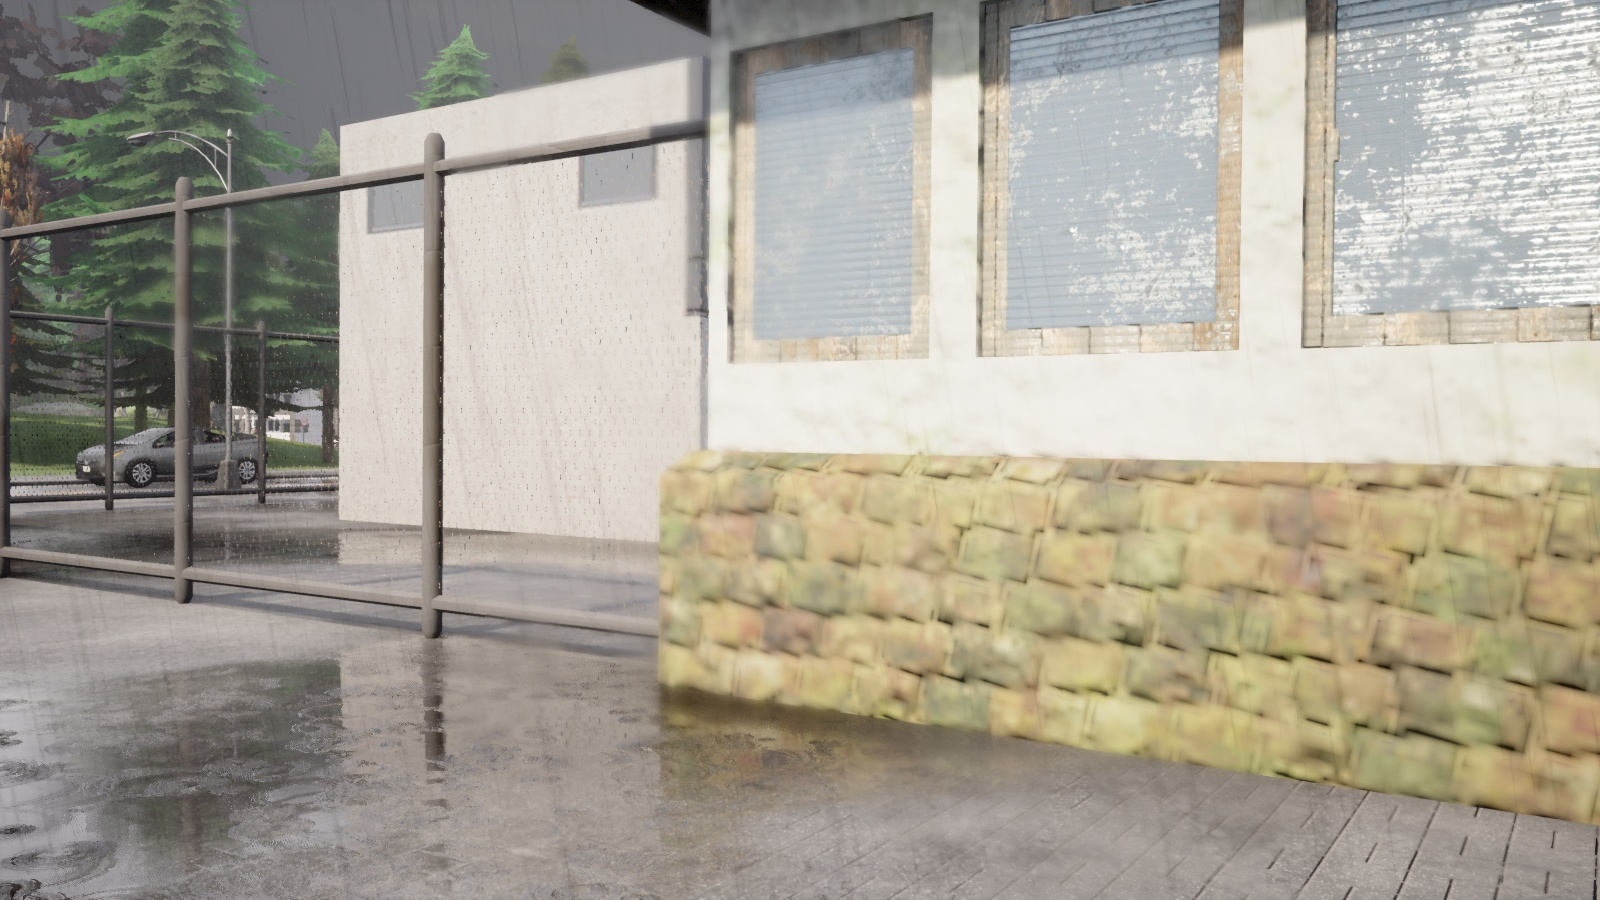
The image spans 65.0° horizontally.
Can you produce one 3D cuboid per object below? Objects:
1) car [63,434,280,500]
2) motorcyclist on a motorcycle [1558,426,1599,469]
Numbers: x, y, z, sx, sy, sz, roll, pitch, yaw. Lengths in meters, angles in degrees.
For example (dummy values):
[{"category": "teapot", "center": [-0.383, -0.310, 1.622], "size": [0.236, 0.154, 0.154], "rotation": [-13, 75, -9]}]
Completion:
[{"category": "car", "center": [-15.864, 0.386, 31.939], "size": [2.007, 1.525, 4.514], "rotation": [0, 1, 32]}, {"category": "motorcyclist on a motorcycle", "center": [28.393, -0.103, 44.861], "size": [2.191, 1.530, 0.866], "rotation": [0, 1, 33]}]
